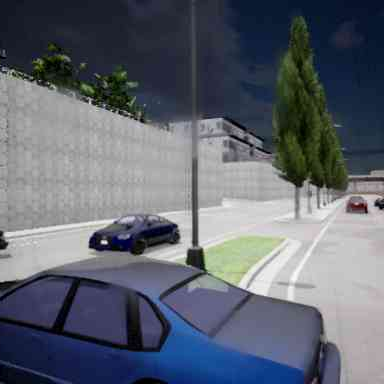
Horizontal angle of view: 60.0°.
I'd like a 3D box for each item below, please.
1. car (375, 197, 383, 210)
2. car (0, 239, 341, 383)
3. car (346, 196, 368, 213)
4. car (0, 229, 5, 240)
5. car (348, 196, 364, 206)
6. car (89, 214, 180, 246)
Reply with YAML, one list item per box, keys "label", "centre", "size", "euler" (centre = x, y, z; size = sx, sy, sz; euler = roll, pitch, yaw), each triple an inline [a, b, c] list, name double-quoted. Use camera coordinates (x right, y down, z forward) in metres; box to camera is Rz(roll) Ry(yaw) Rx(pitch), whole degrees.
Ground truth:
- label: "car"
  centre: [24.036, 1.480, 40.780]
  size: [1.994, 1.385, 4.181]
  euler: [0, 0, 27]
- label: "car"
  centre: [-1.101, 1.560, 4.118]
  size: [5.357, 1.411, 2.033]
  euler: [-1, 0, 26]
- label: "car"
  centre: [18.273, 1.299, 36.921]
  size: [2.097, 1.767, 4.553]
  euler: [0, 0, 26]
- label: "car"
  centre: [-8.634, 1.624, 10.115]
  size: [2.033, 1.411, 5.357]
  euler: [0, 0, 37]
- label: "car"
  centre: [26.126, 1.416, 53.034]
  size: [2.128, 1.511, 4.902]
  euler: [0, 0, 26]
- label: "car"
  centre: [-2.189, 1.603, 13.577]
  size: [1.994, 1.385, 4.181]
  euler: [0, 0, 28]
